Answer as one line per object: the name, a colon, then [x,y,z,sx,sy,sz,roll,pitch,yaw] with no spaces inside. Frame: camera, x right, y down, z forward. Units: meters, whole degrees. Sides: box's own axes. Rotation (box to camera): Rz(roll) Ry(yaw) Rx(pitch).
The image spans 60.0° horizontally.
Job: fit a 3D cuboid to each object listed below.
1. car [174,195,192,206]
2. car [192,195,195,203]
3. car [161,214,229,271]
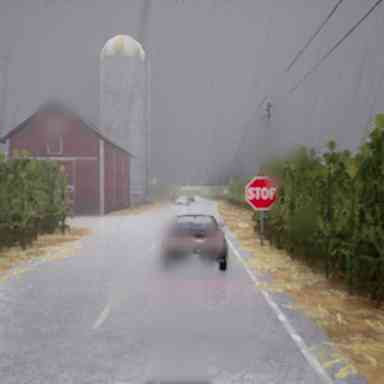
car: [-1.509,1.399,50.769,1.812,1.442,4.674,0,0,5]
car: [-0.329,1.381,66.328,2.033,1.411,5.357,0,0,3]
car: [0.098,1.463,10.861,2.128,1.511,4.902,0,0,1]
